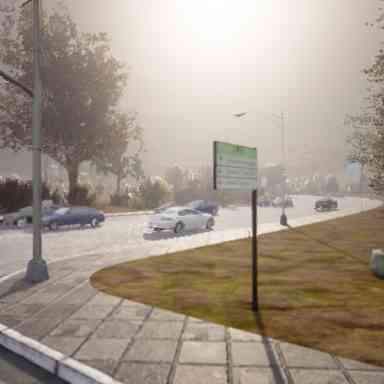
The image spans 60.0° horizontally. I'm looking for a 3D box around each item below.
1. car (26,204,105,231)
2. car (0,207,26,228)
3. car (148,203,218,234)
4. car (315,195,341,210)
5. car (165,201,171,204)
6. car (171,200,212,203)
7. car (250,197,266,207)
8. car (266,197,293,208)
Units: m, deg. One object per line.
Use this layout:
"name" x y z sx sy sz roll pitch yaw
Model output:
"car" -7.978 1.640 21.887 1.812 1.442 4.674 0 0 41
"car" -11.009 1.626 23.719 2.128 1.511 4.902 0 0 39
"car" -0.557 1.600 19.742 1.812 1.442 4.674 0 0 39
"car" 16.979 1.479 42.008 1.837 1.490 4.892 0 0 36
"car" -2.040 1.678 34.746 1.994 1.385 4.181 0 0 39
"car" 0.595 1.573 32.434 1.882 1.535 5.008 0 1 39
"car" 10.633 1.530 51.110 1.837 1.490 4.892 0 0 35
"car" 13.247 1.481 48.761 2.128 1.511 4.902 0 0 36
